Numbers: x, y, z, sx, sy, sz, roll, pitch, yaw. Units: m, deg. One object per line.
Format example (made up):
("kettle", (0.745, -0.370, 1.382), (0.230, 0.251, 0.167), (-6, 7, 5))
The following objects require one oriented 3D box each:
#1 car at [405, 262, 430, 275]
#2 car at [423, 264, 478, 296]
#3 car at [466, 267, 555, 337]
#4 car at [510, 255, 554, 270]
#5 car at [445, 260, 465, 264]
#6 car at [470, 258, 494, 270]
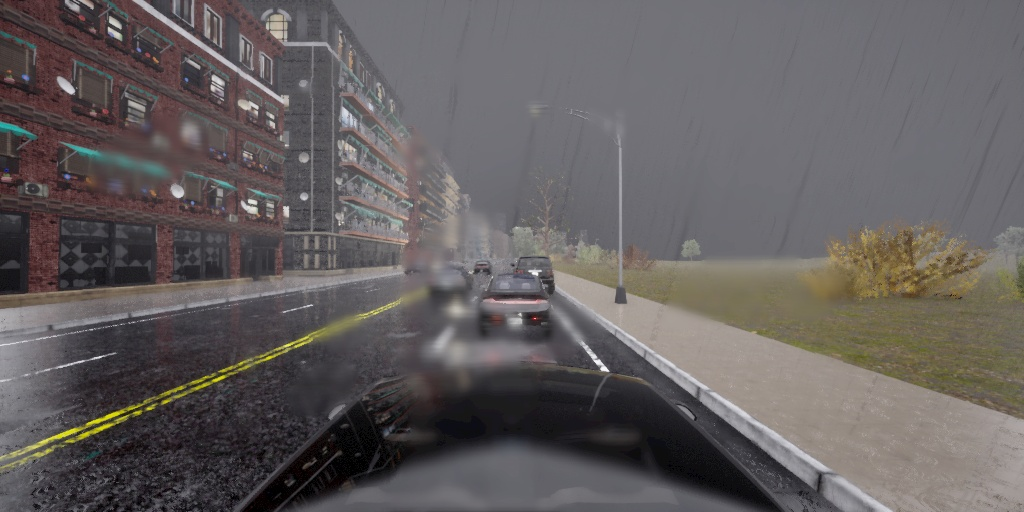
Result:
("car", (-9.876, 1.299, 38.465), (2.033, 1.411, 5.357), (0, 0, 0))
("car", (-3.160, 1.316, 19.306), (1.994, 1.385, 4.181), (0, 0, 0))
("car", (0.095, 1.243, 10.338), (2.128, 1.511, 4.902), (0, 0, 0))
("car", (1.126, 0.977, 20.208), (2.150, 2.045, 5.566), (0, 0, 0))
("car", (-6.627, 1.352, 38.881), (1.895, 1.301, 4.718), (0, 0, 0))
("car", (-3.175, 1.257, 40.060), (1.837, 1.490, 4.892), (0, 0, 0))
